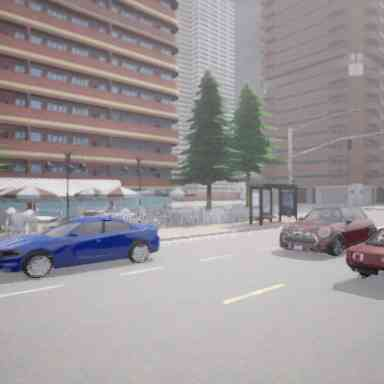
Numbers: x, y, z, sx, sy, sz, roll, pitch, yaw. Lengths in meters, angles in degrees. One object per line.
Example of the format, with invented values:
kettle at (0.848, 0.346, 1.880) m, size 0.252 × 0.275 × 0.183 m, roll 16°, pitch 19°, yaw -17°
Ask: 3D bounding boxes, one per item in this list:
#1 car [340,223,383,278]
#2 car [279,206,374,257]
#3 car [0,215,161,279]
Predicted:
car at (6.199, 1.624, 9.148) m, size 4.718 × 1.301 × 1.895 m, roll 0°, pitch 0°, yaw -40°
car at (5.509, 1.392, 13.330) m, size 4.553 × 1.767 × 2.097 m, roll 0°, pitch 0°, yaw -40°
car at (-3.360, 1.529, 10.483) m, size 5.008 × 1.535 × 1.882 m, roll 0°, pitch 0°, yaw -39°
